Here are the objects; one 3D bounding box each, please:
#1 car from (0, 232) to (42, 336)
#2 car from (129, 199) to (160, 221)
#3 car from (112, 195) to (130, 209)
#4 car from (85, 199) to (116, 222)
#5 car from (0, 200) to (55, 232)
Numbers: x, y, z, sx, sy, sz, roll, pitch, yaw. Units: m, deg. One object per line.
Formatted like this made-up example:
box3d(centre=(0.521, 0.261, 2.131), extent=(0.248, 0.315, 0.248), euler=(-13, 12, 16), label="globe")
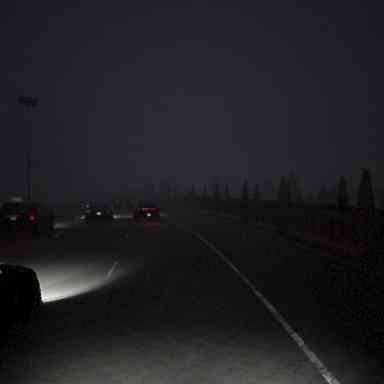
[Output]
box3d(centre=(-3.712, 1.550, 4.464), extent=(1.994, 1.385, 4.181), euler=(0, 0, -2), label="car")
box3d(centre=(-3.701, 1.388, 26.400), extent=(1.837, 1.490, 4.892), euler=(0, 0, -14), label="car")
box3d(centre=(-8.810, 1.177, 41.136), extent=(2.097, 1.767, 4.553), euler=(0, 0, -22), label="car")
box3d(centre=(-6.957, 1.461, 25.044), extent=(1.994, 1.385, 4.181), euler=(0, 0, -14), label="car")
box3d(centre=(-8.940, 1.286, 18.042), extent=(2.097, 1.767, 4.553), euler=(0, 0, -11), label="car")
